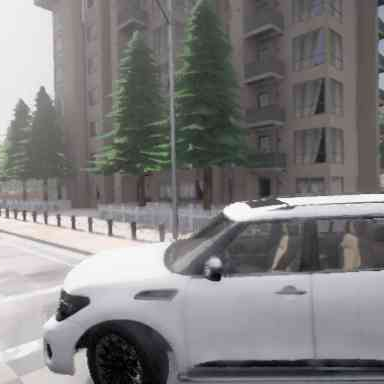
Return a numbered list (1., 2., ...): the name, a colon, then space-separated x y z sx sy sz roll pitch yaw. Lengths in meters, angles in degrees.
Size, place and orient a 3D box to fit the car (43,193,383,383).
1. car: 1.116 1.099 4.188 5.566 2.045 2.150 -2 3 4
